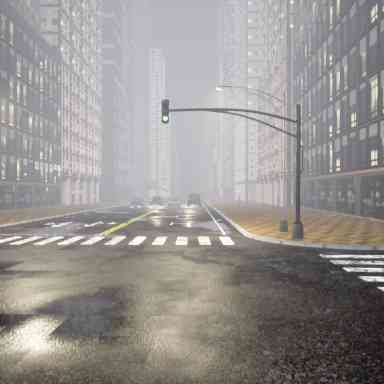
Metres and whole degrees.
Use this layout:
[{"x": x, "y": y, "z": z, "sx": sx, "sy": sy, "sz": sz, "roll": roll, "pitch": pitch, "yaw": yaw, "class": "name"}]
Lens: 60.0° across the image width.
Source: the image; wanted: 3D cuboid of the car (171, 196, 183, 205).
[{"x": -2.800, "y": 1.605, "z": 63.489, "sx": 2.128, "sy": 1.511, "sz": 4.902, "roll": 0, "pitch": 0, "yaw": 0, "class": "car"}]

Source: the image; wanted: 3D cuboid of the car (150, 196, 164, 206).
[{"x": -6.092, "y": 1.444, "z": 57.709, "sx": 2.097, "sy": 1.767, "sz": 4.553, "roll": 0, "pitch": 0, "yaw": 0, "class": "car"}]

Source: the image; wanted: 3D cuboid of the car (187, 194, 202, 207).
[{"x": 0.379, "y": 1.300, "z": 53.496, "sx": 2.150, "sy": 2.045, "sz": 5.566, "roll": 0, "pitch": 0, "yaw": 0, "class": "car"}]

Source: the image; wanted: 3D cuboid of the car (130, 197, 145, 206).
[{"x": -9.342, "y": 1.640, "z": 57.702, "sx": 2.033, "sy": 1.411, "sz": 5.357, "roll": 0, "pitch": 0, "yaw": 0, "class": "car"}]

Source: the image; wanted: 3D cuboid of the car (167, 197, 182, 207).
[{"x": -2.871, "y": 1.680, "z": 53.518, "sx": 1.895, "sy": 1.301, "sz": 4.718, "roll": 0, "pitch": 0, "yaw": 0, "class": "car"}]
